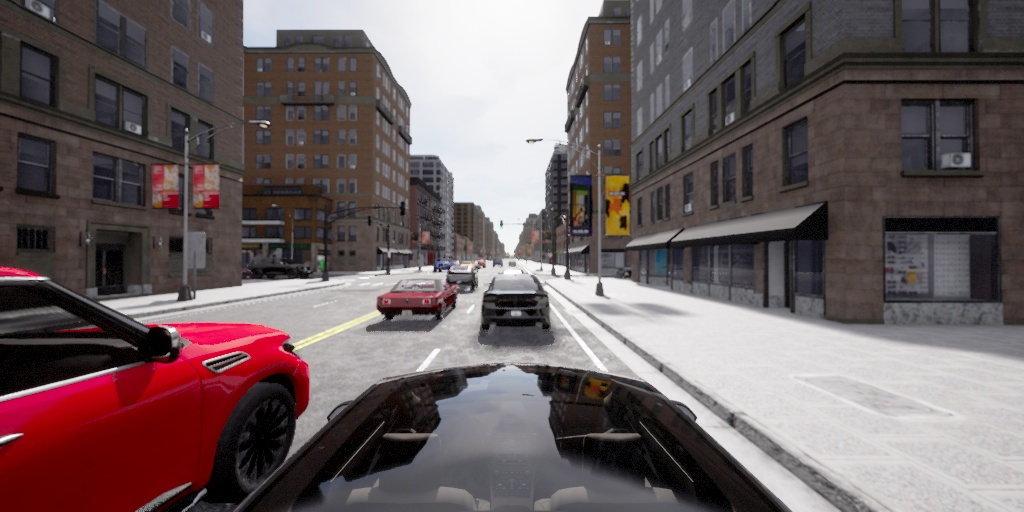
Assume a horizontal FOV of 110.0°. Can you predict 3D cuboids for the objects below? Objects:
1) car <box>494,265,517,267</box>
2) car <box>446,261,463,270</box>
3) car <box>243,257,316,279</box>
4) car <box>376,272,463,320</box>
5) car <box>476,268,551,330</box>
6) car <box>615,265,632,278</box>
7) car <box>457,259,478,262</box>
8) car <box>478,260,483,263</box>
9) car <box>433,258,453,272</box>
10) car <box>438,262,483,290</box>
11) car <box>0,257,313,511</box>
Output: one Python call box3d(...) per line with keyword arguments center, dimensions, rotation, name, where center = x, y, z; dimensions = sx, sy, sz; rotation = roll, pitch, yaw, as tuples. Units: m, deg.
box3d(center=(0.058, 1.439, 22.237), dimensions=(1.994, 1.385, 4.181), rotation=(0, 0, 0), name="car")
box3d(center=(-9.758, 1.597, 61.519), dimensions=(2.128, 1.511, 4.902), rotation=(0, 0, 0), name="car")
box3d(center=(-22.153, 1.162, 34.321), dimensions=(5.566, 2.045, 2.150), rotation=(0, -1, 0), name="car")
box3d(center=(-3.138, 1.420, 12.972), dimensions=(1.895, 1.301, 4.718), rotation=(0, 0, 0), name="car")
box3d(center=(0.108, 1.287, 11.436), dimensions=(1.882, 1.535, 5.008), rotation=(0, 0, 0), name="car")
box3d(center=(13.274, 1.498, 37.399), dimensions=(4.902, 1.511, 2.128), rotation=(0, -1, 0), name="car")
box3d(center=(-6.544, 1.530, 52.088), dimensions=(1.882, 1.535, 5.008), rotation=(0, 0, 0), name="car")
box3d(center=(-6.516, 1.668, 61.081), dimensions=(1.994, 1.385, 4.181), rotation=(0, 0, 0), name="car")
box3d(center=(-9.788, 1.271, 51.708), dimensions=(2.150, 2.045, 5.566), rotation=(0, 0, 0), name="car")
box3d(center=(-3.277, 1.376, 23.859), dimensions=(2.128, 1.511, 4.902), rotation=(0, 0, -3), name="car")
box3d(center=(-3.149, 0.971, 1.292), dimensions=(2.150, 2.045, 5.566), rotation=(0, 0, 0), name="car")
